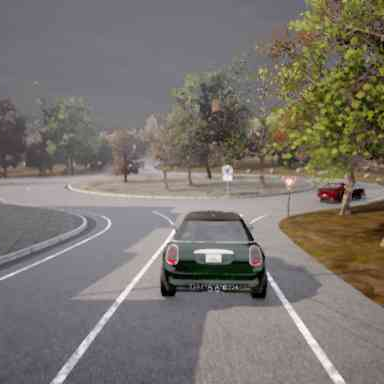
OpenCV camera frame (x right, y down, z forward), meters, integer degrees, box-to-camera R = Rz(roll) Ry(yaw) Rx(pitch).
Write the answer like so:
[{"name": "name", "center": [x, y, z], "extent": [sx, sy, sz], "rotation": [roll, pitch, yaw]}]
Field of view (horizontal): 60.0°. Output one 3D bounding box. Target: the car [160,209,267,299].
[{"name": "car", "center": [0.508, 1.223, 8.356], "extent": [2.097, 1.767, 4.553], "rotation": [0, 1, 3]}]

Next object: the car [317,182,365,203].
[{"name": "car", "center": [12.549, -0.070, 27.880], "extent": [5.008, 1.535, 1.882], "rotation": [-5, 9, -35]}]
